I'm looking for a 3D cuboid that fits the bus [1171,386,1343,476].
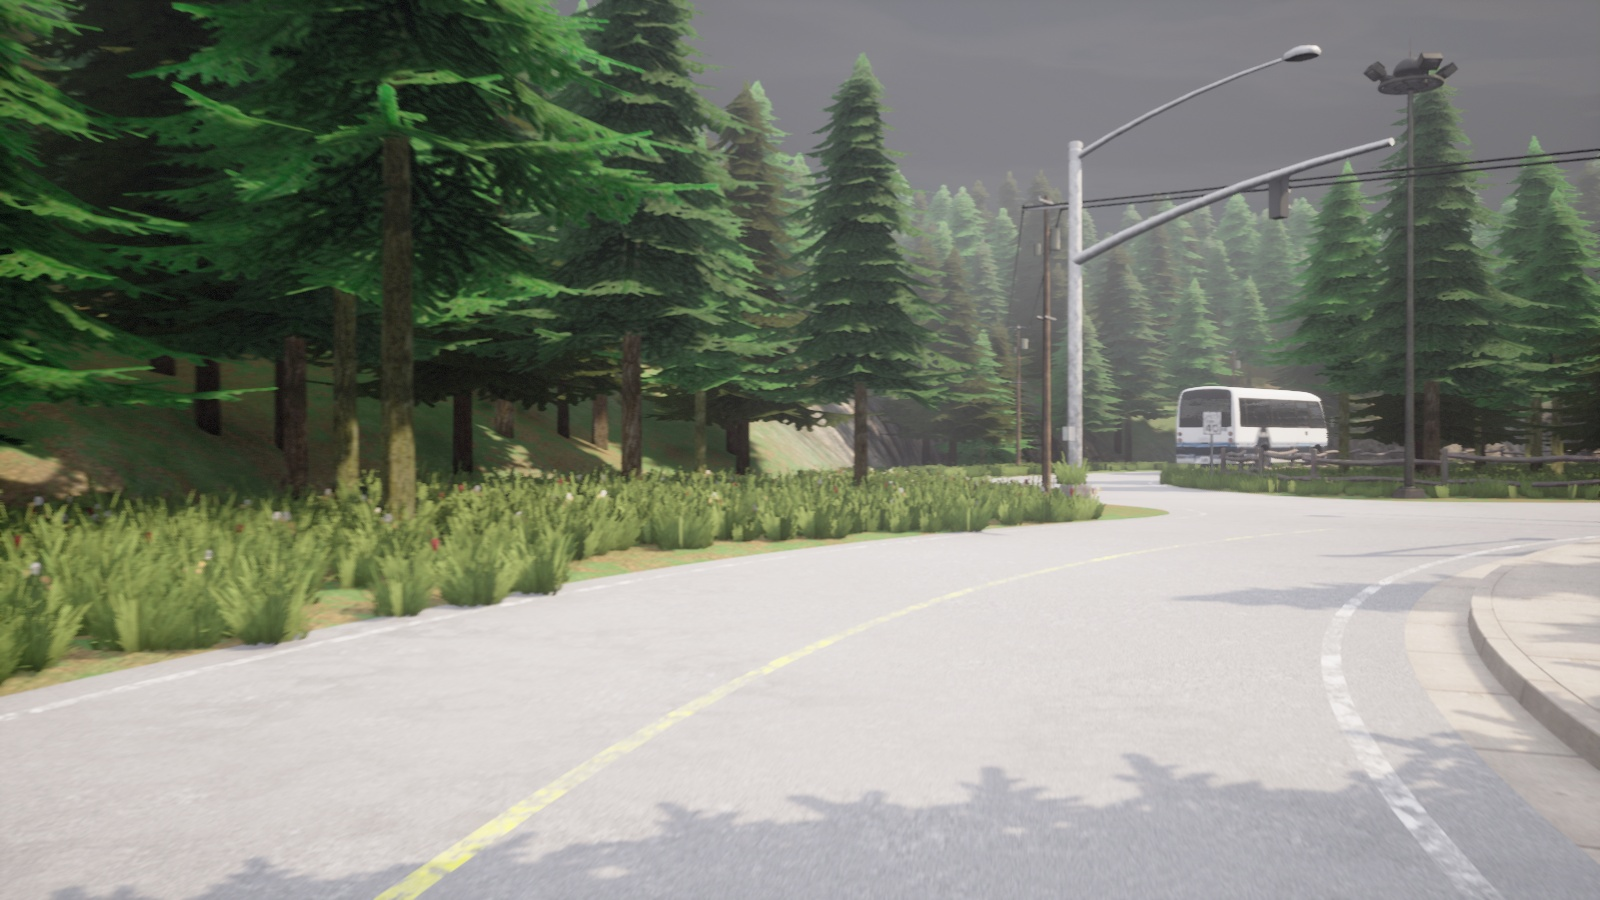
[{"bbox_3d":[23.465,-0.920,64.118,10.273,4.253,3.944,0,0,-43],"label":"bus"}]
